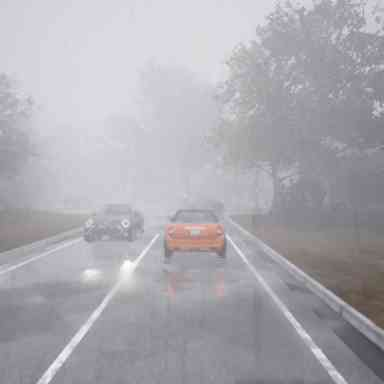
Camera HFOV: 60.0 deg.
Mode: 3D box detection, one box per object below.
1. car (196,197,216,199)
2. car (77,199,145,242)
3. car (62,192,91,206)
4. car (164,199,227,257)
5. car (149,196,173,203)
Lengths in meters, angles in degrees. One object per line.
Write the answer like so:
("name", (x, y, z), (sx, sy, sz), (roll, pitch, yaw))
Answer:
("car", (1.560, 1.276, 30.854), (2.097, 1.767, 4.553), (1, 0, 23))
("car", (-3.576, 1.312, 16.004), (2.097, 1.767, 4.553), (0, 0, 0))
("car", (-17.428, 1.094, 50.635), (2.150, 2.045, 5.566), (0, 0, 9))
("car", (0.101, 1.320, 12.878), (2.097, 1.767, 4.553), (0, 0, 0))
("car", (-5.959, 1.443, 63.883), (4.718, 1.301, 1.895), (0, 0, -14))
